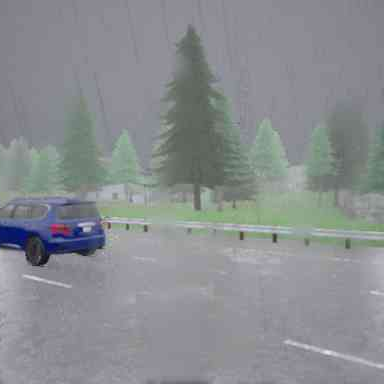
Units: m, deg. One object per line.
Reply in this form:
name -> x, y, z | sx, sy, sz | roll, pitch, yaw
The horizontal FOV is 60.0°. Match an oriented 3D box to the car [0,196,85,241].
car -> -8.486, 1.288, 17.726 | 5.566, 2.045, 2.150 | -1, -1, 32

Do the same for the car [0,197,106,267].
car -> -5.526, 1.269, 11.810 | 5.566, 2.045, 2.150 | 0, 0, 32
